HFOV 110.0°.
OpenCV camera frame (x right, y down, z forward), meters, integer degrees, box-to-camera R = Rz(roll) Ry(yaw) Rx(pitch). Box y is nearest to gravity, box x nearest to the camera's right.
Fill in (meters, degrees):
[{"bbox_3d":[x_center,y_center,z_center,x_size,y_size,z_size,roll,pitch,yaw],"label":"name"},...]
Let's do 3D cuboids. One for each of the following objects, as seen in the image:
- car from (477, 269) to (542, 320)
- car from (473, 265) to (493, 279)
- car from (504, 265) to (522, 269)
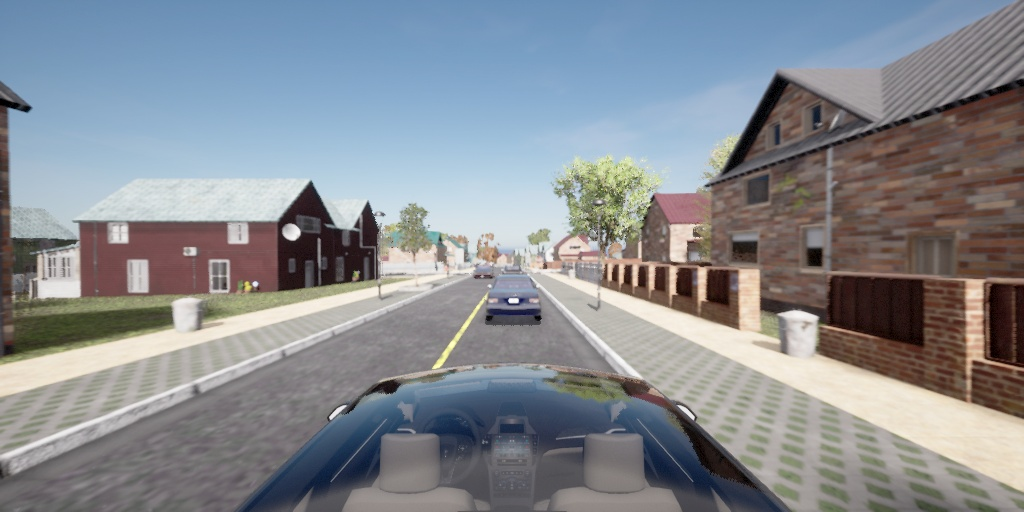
[{"bbox_3d":[0.066,1.383,13.094,2.033,1.411,5.357,0,0,0],"label":"car"},{"bbox_3d":[-2.820,1.605,36.783,2.033,1.411,5.357,0,-1,0],"label":"car"},{"bbox_3d":[0.072,1.473,29.707,2.128,1.511,4.902,0,-1,0],"label":"car"}]
